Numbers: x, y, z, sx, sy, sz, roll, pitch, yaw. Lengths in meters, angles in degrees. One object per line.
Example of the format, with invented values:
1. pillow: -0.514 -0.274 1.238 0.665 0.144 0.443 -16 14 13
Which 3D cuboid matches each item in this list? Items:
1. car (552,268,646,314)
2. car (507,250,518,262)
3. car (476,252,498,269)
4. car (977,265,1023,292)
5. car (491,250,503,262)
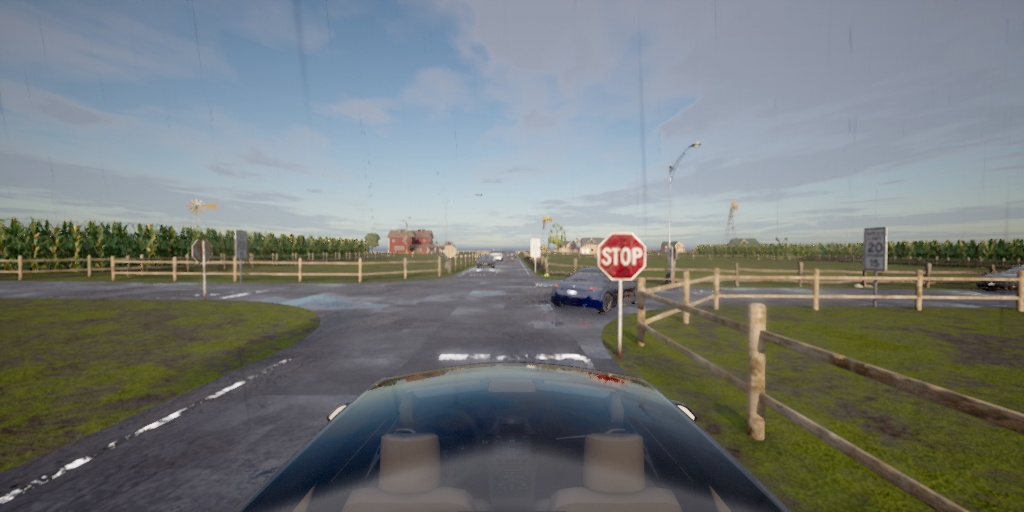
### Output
1. car: 3.257 1.135 13.093 1.994 1.385 4.181 1 1 40
2. car: 0.042 0.162 62.590 2.128 1.511 4.902 0 1 0
3. car: -2.818 0.588 39.434 1.837 1.490 4.892 0 1 0
4. car: 26.868 1.198 18.235 4.892 1.490 1.837 0 1 1
5. car: -2.742 -0.097 62.097 2.150 2.045 5.566 0 1 1
